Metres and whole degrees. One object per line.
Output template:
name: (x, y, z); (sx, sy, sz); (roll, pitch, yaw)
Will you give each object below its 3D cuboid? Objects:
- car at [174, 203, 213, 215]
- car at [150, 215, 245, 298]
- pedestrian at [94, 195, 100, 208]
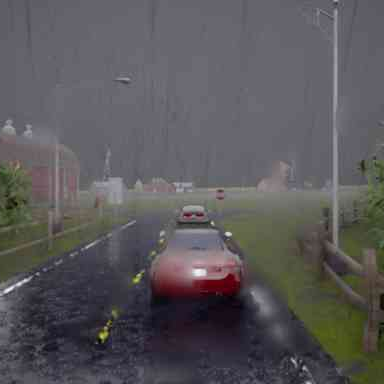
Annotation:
car: (0.082, 1.393, 18.513); (1.837, 1.490, 4.892); (0, 0, 0)
car: (0.101, 1.512, 8.440); (1.994, 1.385, 4.181); (0, 0, 0)
pedestrian: (-11.203, 1.251, 39.218); (0.375, 1.860, 0.375); (0, 1, 4)
